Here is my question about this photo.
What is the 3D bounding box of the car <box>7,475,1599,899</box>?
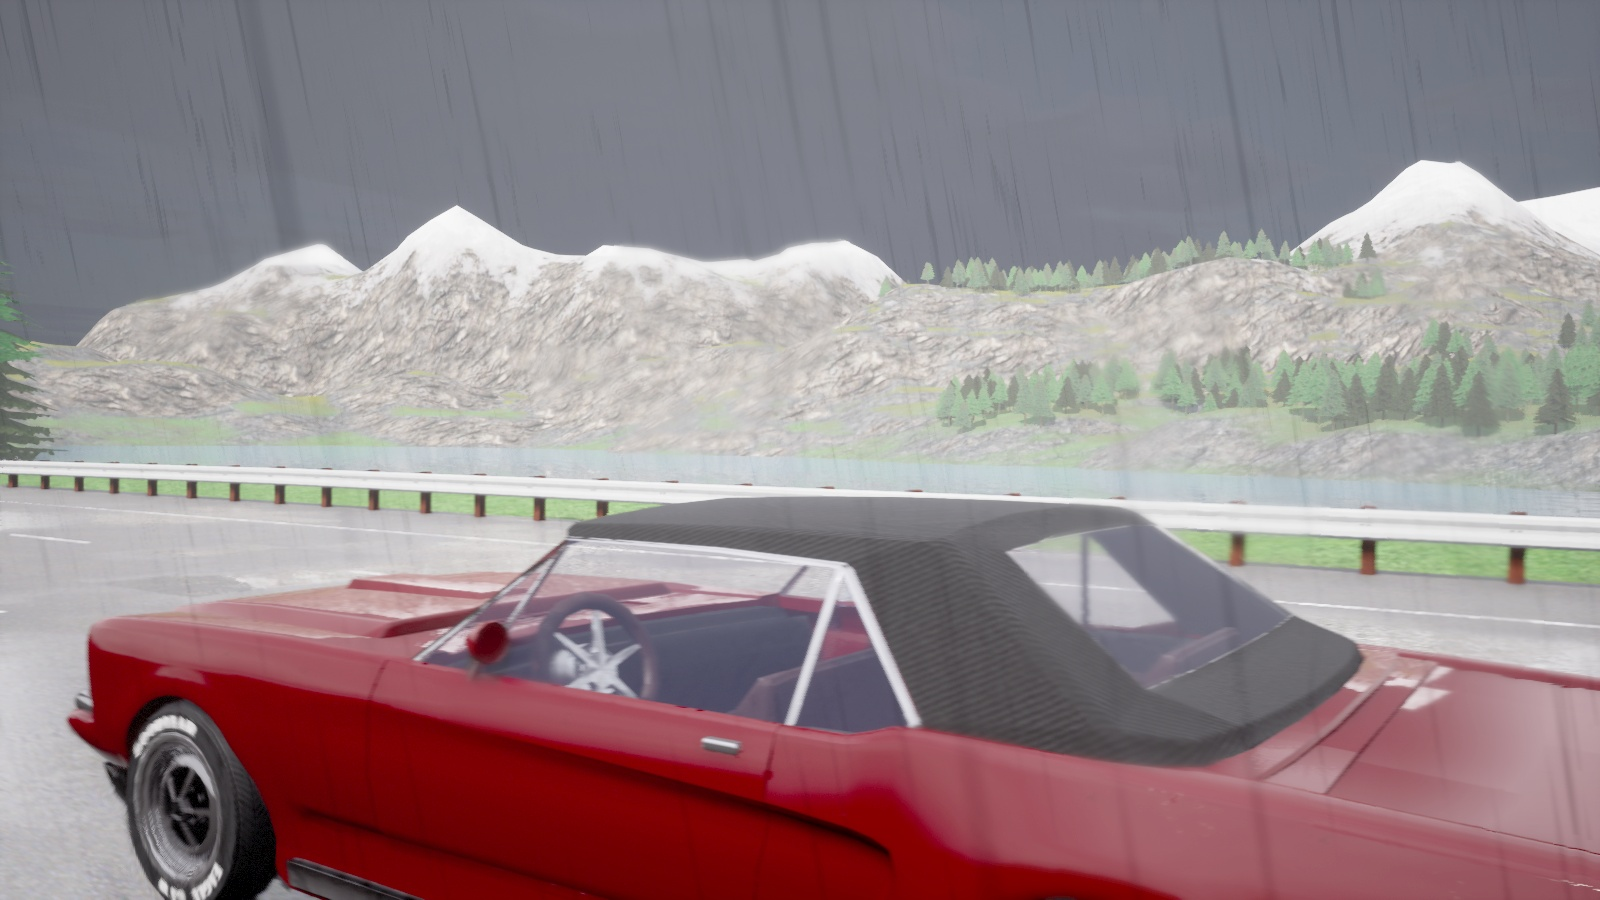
[{"bbox_3d":[-0.197,0.782,3.757,4.718,1.301,1.895,0,1,34],"label":"car"}]
